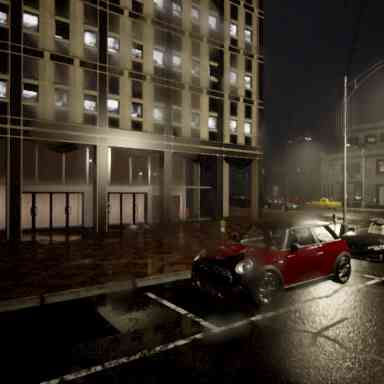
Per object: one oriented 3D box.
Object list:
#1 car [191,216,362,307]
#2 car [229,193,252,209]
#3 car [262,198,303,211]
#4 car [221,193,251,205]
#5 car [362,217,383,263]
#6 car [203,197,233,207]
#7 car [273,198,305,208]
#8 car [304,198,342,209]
[{"bbox_3d":[1.944,1.439,7.931,4.097,1.590,1.967,0,0,-35],"label":"car"},{"bbox_3d":[6.747,1.161,42.349,2.192,1.841,5.009,1,0,-35],"label":"car"},{"bbox_3d":[9.885,1.420,37.788,2.008,1.369,4.403,1,0,-35],"label":"car"},{"bbox_3d":[7.371,1.160,56.221,2.192,1.841,5.009,1,0,-35],"label":"car"},{"bbox_3d":[6.582,1.549,11.231,4.403,1.369,2.008,0,0,-35],"label":"car"},{"bbox_3d":[3.605,1.374,46.909,2.008,1.369,4.403,1,0,-35],"label":"car"},{"bbox_3d":[13.648,1.472,47.099,1.802,1.307,4.206,1,0,-35],"label":"car"},{"bbox_3d":[16.692,1.438,42.678,1.752,1.417,4.829,1,0,-35],"label":"car"}]
